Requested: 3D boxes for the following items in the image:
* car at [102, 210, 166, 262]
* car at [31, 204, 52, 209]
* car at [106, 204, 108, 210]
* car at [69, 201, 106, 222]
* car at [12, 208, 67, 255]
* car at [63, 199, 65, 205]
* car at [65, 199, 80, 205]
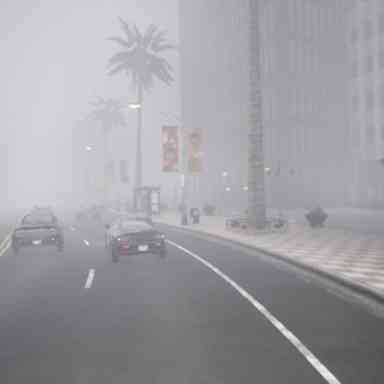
[{"bbox_3d":[-2.259,1.618,12.639,1.812,1.442,4.674,-1,0,-18],"label":"car"},{"bbox_3d":[-14.244,1.933,31.788,2.128,1.511,4.902,-1,0,-25],"label":"car"},{"bbox_3d":[-11.817,1.894,41.951,2.231,1.521,4.892,-1,0,-25],"label":"car"},{"bbox_3d":[-9.392,1.808,29.633,2.128,1.511,4.902,-1,0,-25],"label":"car"},{"bbox_3d":[-6.636,1.697,14.687,2.128,1.511,4.902,-1,0,-20],"label":"car"},{"bbox_3d":[-33.214,2.585,88.577,2.161,1.482,4.786,-1,0,-25],"label":"car"},{"bbox_3d":[-24.227,2.148,68.575,2.185,1.767,4.553,-1,0,-25],"label":"car"}]
